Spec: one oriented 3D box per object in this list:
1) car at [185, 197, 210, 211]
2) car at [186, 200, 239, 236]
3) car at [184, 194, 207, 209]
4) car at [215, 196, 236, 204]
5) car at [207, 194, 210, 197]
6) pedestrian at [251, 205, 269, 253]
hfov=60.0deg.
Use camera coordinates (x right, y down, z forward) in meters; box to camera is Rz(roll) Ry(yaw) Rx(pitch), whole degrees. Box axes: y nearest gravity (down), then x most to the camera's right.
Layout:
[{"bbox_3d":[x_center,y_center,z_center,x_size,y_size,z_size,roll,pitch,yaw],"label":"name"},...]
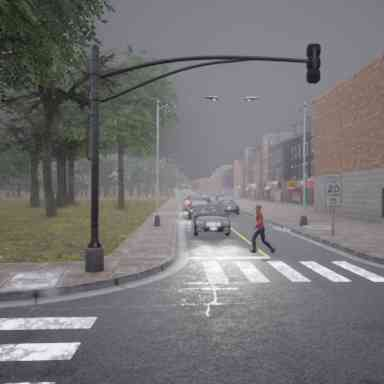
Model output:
[{"bbox_3d":[0.580,1.383,27.289,1.812,1.442,4.674,0,0,-2],"label":"car"},{"bbox_3d":[0.923,1.433,18.130,2.128,1.511,4.902,0,1,-2],"label":"car"},{"bbox_3d":[0.220,1.137,37.136,2.097,1.767,4.553,0,0,-2],"label":"car"},{"bbox_3d":[3.336,1.396,32.363,1.994,1.385,4.181,0,0,-2],"label":"car"},{"bbox_3d":[2.276,1.228,60.628,1.812,1.442,4.674,0,0,-2],"label":"car"},{"bbox_3d":[2.451,1.304,12.039,0.375,1.860,0.375,1,0,-2],"label":"pedestrian"}]
